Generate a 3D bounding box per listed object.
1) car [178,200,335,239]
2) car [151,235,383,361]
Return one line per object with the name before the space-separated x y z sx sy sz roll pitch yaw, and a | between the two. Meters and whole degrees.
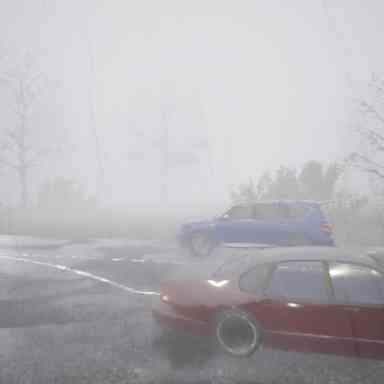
car | 2.252 1.342 12.265 5.566 2.045 2.150 0 -1 15
car | 2.121 1.588 5.066 5.357 1.411 2.033 -1 -1 15
